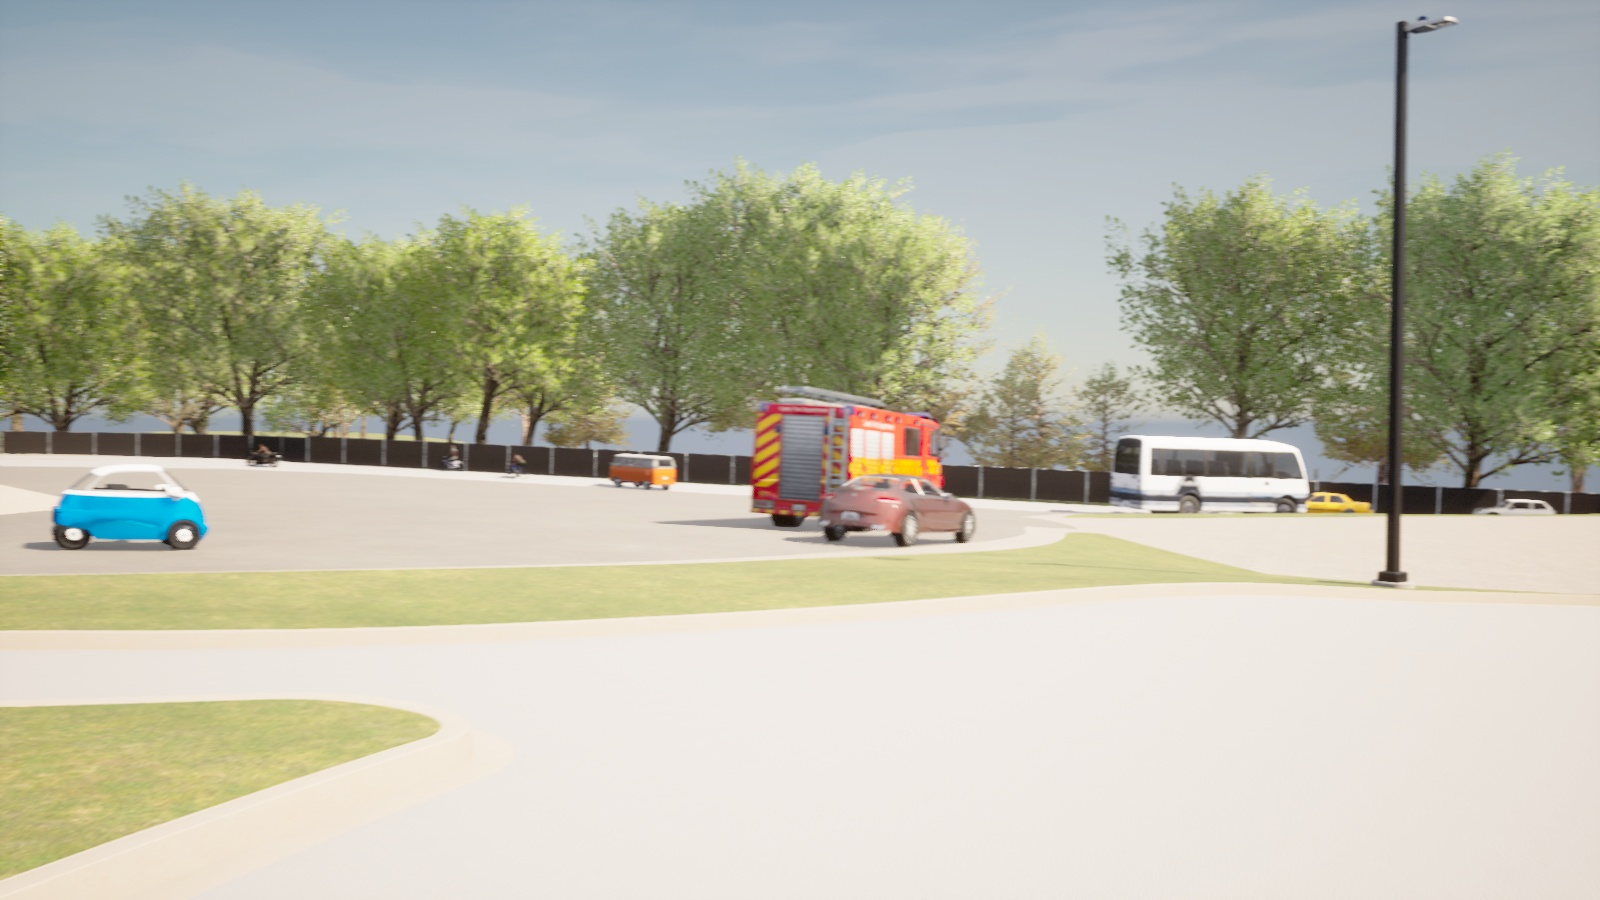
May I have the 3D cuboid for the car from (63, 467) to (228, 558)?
[{"bbox_3d":[-10.727,1.002,20.587,2.207,1.376,1.481,2,-1,-34],"label":"car"}]

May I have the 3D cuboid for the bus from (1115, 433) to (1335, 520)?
[{"bbox_3d":[22.232,1.375,65.874,10.273,4.253,3.944,1,1,-14],"label":"bus"}]

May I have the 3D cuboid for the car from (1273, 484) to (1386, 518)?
[{"bbox_3d":[28.927,2.789,68.717,5.366,1.575,1.801,2,2,7],"label":"car"}]

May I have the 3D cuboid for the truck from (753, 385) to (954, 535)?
[{"bbox_3d":[1.840,0.343,37.017,2.891,3.827,8.468,2,-1,23],"label":"truck"}]

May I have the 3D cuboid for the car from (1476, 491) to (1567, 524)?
[{"bbox_3d":[38.135,3.047,66.436,3.806,1.475,1.970,1,2,17],"label":"car"}]

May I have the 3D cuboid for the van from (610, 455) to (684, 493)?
[{"bbox_3d":[-8.963,1.364,73.413,4.442,1.987,1.775,3,2,42],"label":"van"}]

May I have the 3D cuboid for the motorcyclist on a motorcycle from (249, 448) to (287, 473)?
[{"bbox_3d":[-34.232,0.657,80.812,2.044,1.523,0.797,2,0,-7],"label":"motorcyclist on a motorcycle"}]

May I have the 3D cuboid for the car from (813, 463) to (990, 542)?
[{"bbox_3d":[2.554,1.241,30.184,2.152,1.651,5.027,2,-1,31],"label":"car"}]
